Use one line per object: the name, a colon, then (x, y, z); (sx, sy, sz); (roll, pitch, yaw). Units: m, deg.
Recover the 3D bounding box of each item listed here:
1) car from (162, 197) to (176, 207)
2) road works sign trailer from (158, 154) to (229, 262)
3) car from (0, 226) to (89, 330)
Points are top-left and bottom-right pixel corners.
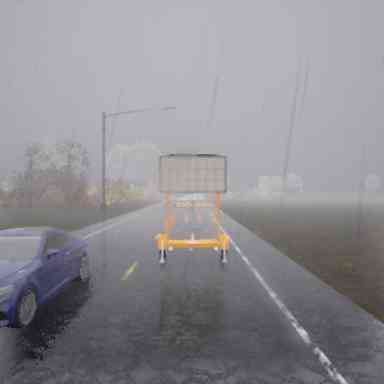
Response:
car: (-3.320, 1.425, 49.515); (1.812, 1.442, 4.674); (0, 0, 1)
road works sign trailer: (0.035, 0.438, 11.966); (2.380, 3.560, 2.880); (0, 0, -1)
car: (-3.590, 1.510, 7.009); (1.812, 1.442, 4.674); (0, 0, 0)
